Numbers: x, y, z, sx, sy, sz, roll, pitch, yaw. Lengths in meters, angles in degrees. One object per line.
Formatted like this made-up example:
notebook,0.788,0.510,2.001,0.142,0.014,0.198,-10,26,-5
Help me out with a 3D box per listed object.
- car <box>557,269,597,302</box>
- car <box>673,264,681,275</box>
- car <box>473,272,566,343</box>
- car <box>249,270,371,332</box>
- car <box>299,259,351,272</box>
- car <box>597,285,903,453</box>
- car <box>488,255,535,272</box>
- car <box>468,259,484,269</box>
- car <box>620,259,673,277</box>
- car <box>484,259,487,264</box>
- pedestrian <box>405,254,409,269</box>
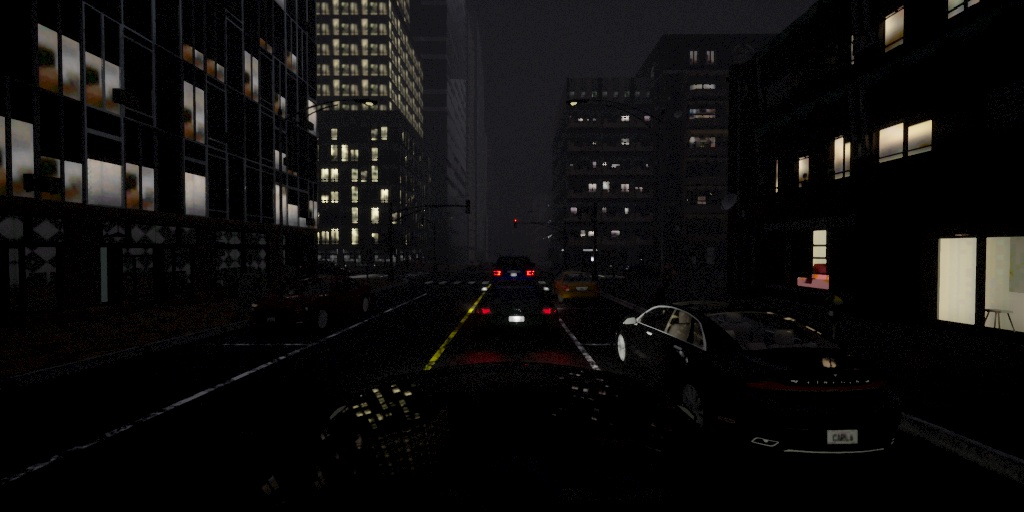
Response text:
car,2.813,1.271,16.687,1.751,1.417,4.829,0,0,0
car,16.294,1.373,39.661,4.403,1.370,2.007,0,0,1
car,0.095,1.312,9.652,1.994,1.385,4.181,0,0,0
car,-5.825,1.292,10.927,1.888,1.381,4.507,0,0,0
car,-17.870,1.154,34.321,4.674,1.442,1.812,1,1,2
car,2.817,1.299,5.228,2.007,1.370,4.403,0,0,0
car,0.087,0.967,19.459,2.150,2.045,5.566,0,0,0
car,-5.710,1.264,54.299,1.751,1.417,4.829,0,0,0
car,13.600,1.195,37.066,4.553,1.767,2.097,0,1,0
car,-5.713,1.304,60.123,1.948,1.339,4.313,0,0,0
pedestrian,-12.564,0.670,42.984,0.375,1.860,0.375,0,0,1
